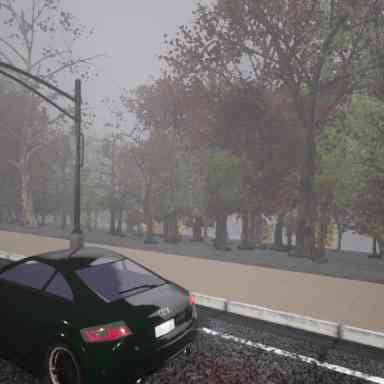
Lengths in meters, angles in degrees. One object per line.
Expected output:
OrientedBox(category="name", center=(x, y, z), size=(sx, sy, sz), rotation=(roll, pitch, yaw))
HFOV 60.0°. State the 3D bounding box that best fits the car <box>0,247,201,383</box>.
OrientedBox(category="car", center=(-1.945, 1.563, 5.073), size=(4.181, 1.385, 1.994), rotation=(0, 0, 36))
